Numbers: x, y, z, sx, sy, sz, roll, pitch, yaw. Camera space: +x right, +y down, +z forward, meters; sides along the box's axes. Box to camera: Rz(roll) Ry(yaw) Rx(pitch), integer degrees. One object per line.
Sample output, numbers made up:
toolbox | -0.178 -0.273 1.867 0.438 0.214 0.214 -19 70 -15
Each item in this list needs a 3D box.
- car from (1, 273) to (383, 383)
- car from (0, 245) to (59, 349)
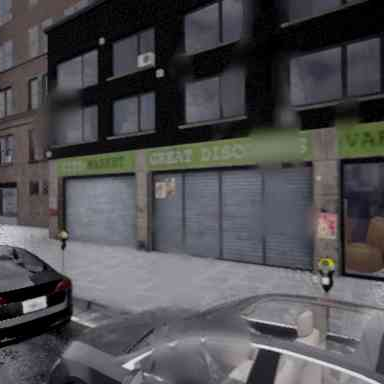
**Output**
car | 0.619 1.559 2.639 4.403 1.369 2.008 -1 0 35
car | -3.879 1.624 5.845 4.313 1.339 1.947 -1 0 35
